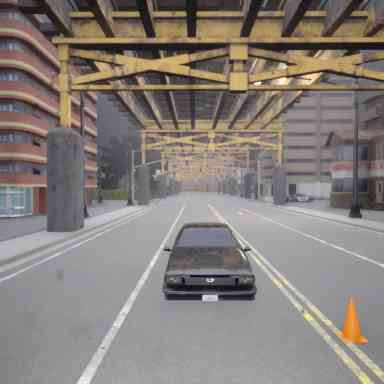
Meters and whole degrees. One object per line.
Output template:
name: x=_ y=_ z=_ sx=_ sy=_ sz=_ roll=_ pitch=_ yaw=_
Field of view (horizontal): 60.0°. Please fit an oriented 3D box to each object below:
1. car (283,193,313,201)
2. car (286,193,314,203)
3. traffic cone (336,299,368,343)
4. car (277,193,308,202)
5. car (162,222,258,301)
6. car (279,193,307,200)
car: x=17.531 y=0.848 z=54.843 sx=4.536 sy=1.218 sz=1.853 roll=0 pitch=1 yaw=-20
car: x=17.482 y=1.006 z=54.827 sx=4.974 sy=1.542 sz=2.038 roll=0 pitch=1 yaw=-20
traffic cone: x=2.455 y=1.949 z=5.111 sx=0.340 sy=0.580 sz=0.340 roll=0 pitch=0 yaw=0
car: x=17.831 y=0.959 z=58.984 sx=4.974 sy=1.542 sz=2.038 roll=0 pitch=1 yaw=25
car: x=0.364 y=1.533 z=8.719 sx=2.033 sy=1.411 sz=5.357 roll=0 pitch=0 yaw=1
car: x=17.878 y=0.801 z=58.960 sx=4.536 sy=1.218 sz=1.853 roll=0 pitch=1 yaw=25
